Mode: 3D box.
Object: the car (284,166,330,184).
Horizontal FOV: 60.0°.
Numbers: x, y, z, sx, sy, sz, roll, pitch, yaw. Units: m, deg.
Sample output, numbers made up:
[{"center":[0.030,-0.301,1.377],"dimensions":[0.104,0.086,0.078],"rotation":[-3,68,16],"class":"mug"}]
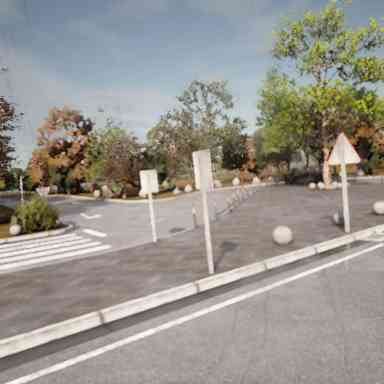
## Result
[{"center":[14.625,-2.209,42.443],"dimensions":[5.566,2.045,2.150],"rotation":[-3,4,13],"class":"car"}]
